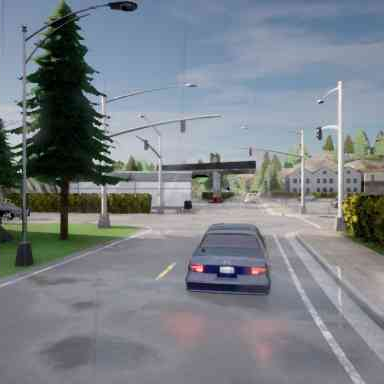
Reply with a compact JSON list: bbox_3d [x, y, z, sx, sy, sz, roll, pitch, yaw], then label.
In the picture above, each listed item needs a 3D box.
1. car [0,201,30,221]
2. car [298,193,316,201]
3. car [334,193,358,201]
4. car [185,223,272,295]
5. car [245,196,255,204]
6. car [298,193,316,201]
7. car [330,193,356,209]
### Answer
[{"bbox_3d":[-15.737,1.492,27.210,4.902,1.511,2.128,0,0,10],"label":"car"},{"bbox_3d":[26.214,1.361,76.091,3.806,1.475,1.970,0,0,10],"label":"car"},{"bbox_3d":[34.568,1.097,74.643,4.605,1.855,1.932,0,0,10],"label":"car"},{"bbox_3d":[1.093,1.547,8.884,2.033,1.411,5.357,0,0,10],"label":"car"},{"bbox_3d":[11.231,1.526,64.763,1.812,1.442,4.674,0,0,10],"label":"car"},{"bbox_3d":[27.398,1.077,79.257,3.866,1.878,1.905,0,0,10],"label":"car"},{"bbox_3d":[20.262,1.330,42.355,5.027,1.636,2.152,0,0,10],"label":"car"}]
